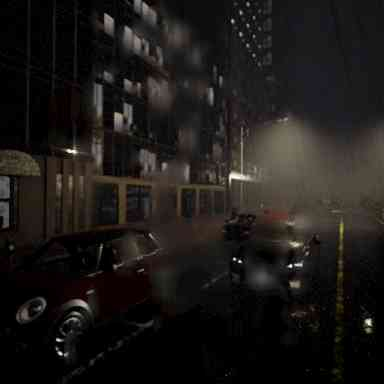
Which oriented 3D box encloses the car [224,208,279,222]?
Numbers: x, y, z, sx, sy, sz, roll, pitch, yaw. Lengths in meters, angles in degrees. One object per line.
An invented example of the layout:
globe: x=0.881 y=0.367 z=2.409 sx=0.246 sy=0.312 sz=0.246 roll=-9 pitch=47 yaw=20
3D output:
car: x=2.737 y=1.680 z=16.300 sx=2.008 sy=1.369 sz=4.403 roll=0 pitch=0 yaw=24

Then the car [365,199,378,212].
car: x=24.454 y=1.969 z=43.905 sx=1.947 sy=1.339 sz=4.313 roll=0 pitch=0 yaw=24

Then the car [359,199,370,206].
car: x=36.199 y=2.185 z=69.812 sx=1.887 sy=1.381 sz=4.507 roll=0 pitch=0 yaw=24

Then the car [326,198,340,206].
car: x=28.490 y=1.943 z=66.603 sx=2.097 sy=1.767 sz=4.553 roll=0 pitch=0 yaw=24

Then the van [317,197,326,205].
van: x=28.578 y=1.985 z=73.295 sx=1.690 sy=1.788 sz=3.998 roll=0 pitch=0 yaw=24

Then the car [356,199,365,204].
car: x=43.245 y=2.369 z=85.356 sx=1.802 sy=1.307 sz=4.206 roll=0 pitch=0 yaw=24

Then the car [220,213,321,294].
car: x=2.488 y=1.569 z=9.251 sx=2.128 sy=1.511 sz=4.902 roll=0 pitch=-1 yaw=24

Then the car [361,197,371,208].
car: x=29.222 y=2.024 z=54.423 sx=1.752 sy=1.417 sz=4.829 roll=0 pitch=0 yaw=24

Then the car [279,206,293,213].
car: x=5.086 y=1.720 z=21.481 sx=1.887 sy=1.381 sz=4.507 roll=0 pitch=0 yaw=24

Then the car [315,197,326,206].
car: x=26.226 y=2.147 z=68.113 sx=2.008 sy=1.369 sz=4.403 roll=0 pitch=0 yaw=24

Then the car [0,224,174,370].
car: x=-1.959 y=1.479 z=5.937 sx=1.967 sy=1.590 sz=4.097 roll=0 pitch=0 yaw=24

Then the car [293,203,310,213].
car: x=12.133 y=1.858 z=37.025 sx=1.887 sy=1.381 sz=4.507 roll=0 pitch=0 yaw=24

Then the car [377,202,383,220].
car: x=17.408 y=1.813 z=28.363 sx=2.008 sy=1.369 sz=4.403 roll=0 pitch=0 yaw=24

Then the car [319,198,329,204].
car: x=33.273 y=2.293 z=83.657 sx=2.008 sy=1.369 sz=4.403 roll=0 pitch=0 yaw=24

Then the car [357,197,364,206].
car: x=33.851 y=1.907 z=64.632 sx=2.192 sy=1.841 sz=5.009 roll=0 pitch=0 yaw=24
